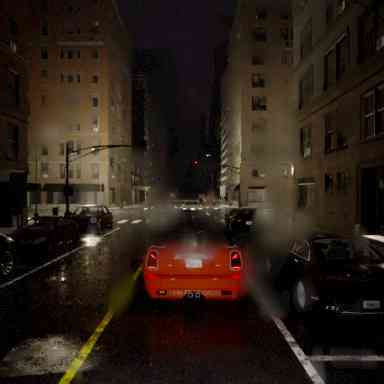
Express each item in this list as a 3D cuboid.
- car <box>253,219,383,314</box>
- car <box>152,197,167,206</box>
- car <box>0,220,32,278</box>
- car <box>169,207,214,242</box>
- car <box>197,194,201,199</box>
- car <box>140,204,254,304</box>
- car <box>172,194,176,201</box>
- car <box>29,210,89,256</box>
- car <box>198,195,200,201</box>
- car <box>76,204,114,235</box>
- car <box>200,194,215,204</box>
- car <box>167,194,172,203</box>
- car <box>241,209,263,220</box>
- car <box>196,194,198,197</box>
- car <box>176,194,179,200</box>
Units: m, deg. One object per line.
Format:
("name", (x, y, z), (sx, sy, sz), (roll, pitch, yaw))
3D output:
("car", (2.847, 1.551, 7.460), (2.008, 1.369, 4.403), (0, 0, 0))
("car", (-5.703, 1.618, 55.556), (1.802, 1.307, 4.206), (0, 0, 0))
("car", (-5.678, 1.566, 7.450), (1.947, 1.339, 4.313), (0, 0, 0))
("car", (-0.016, 1.565, 16.975), (1.994, 1.385, 4.181), (0, 0, 0))
("car", (2.834, 1.525, 77.189), (1.967, 1.590, 4.097), (0, 0, 0))
("car", (0.053, 1.352, 8.322), (2.097, 1.767, 4.553), (0, 0, 0))
("car", (-5.687, 1.627, 82.428), (1.752, 1.417, 4.829), (0, 0, 0))
("car", (-5.685, 1.582, 12.951), (1.802, 1.307, 4.206), (0, 0, 0))
("car", (2.829, 1.607, 66.371), (2.008, 1.369, 4.403), (0, 0, 0))
("car", (-5.692, 1.441, 18.453), (1.967, 1.590, 4.097), (0, 0, 0))
("car", (2.822, 1.477, 55.553), (1.967, 1.590, 4.097), (0, 0, 0))
("car", (-5.696, 1.607, 66.372), (2.008, 1.369, 4.403), (0, 0, 0))
("car", (2.834, 1.567, 18.463), (1.947, 1.339, 4.313), (0, 0, 0))
("car", (2.840, 1.561, 88.007), (1.967, 1.590, 4.097), (0, 0, 0))
("car", (-5.682, 1.458, 93.416), (2.192, 1.841, 5.009), (0, 0, 0))
